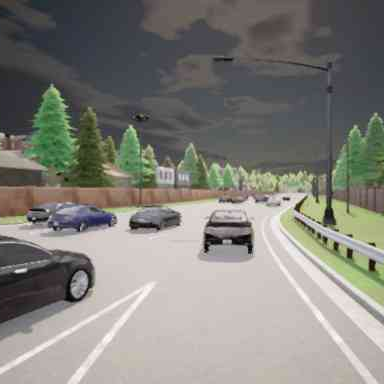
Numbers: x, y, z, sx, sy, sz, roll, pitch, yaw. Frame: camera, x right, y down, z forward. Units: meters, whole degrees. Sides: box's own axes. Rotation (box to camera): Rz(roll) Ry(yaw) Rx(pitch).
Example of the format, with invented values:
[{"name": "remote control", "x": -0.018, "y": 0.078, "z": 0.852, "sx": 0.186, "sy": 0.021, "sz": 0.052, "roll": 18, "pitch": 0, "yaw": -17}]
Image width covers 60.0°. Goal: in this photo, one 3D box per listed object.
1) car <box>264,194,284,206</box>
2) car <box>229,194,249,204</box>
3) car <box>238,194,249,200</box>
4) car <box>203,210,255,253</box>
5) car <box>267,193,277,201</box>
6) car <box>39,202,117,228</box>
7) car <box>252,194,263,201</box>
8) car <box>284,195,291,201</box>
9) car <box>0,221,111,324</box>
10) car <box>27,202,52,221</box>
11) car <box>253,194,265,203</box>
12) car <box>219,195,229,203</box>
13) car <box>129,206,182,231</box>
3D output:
[{"name": "car", "x": 12.854, "y": 1.434, "z": 51.894, "sx": 1.812, "sy": 1.442, "sz": 4.674, "roll": 0, "pitch": 0, "yaw": 20}, {"name": "car", "x": 8.689, "y": 1.479, "z": 61.063, "sx": 1.895, "sy": 1.301, "sz": 4.718, "roll": 0, "pitch": 0, "yaw": 20}, {"name": "car", "x": 13.153, "y": 1.359, "z": 84.345, "sx": 1.812, "sy": 1.442, "sz": 4.674, "roll": 0, "pitch": 0, "yaw": 20}, {"name": "car", "x": 1.547, "y": 1.463, "z": 13.665, "sx": 2.128, "sy": 1.511, "sz": 4.902, "roll": 0, "pitch": 0, "yaw": 8}, {"name": "car", "x": 19.738, "y": 1.209, "z": 81.970, "sx": 2.097, "sy": 1.767, "sz": 4.553, "roll": 0, "pitch": 0, "yaw": 20}, {"name": "car", "x": -6.198, "y": 1.468, "z": 19.229, "sx": 1.812, "sy": 1.442, "sz": 4.674, "roll": 0, "pitch": 0, "yaw": 20}, {"name": "car", "x": 16.311, "y": 1.323, "z": 82.779, "sx": 1.882, "sy": 1.535, "sz": 5.008, "roll": 0, "pitch": 0, "yaw": 20}, {"name": "car", "x": 22.357, "y": 1.462, "z": 78.891, "sx": 1.895, "sy": 1.301, "sz": 4.718, "roll": 0, "pitch": 0, "yaw": 20}, {"name": "car", "x": -3.603, "y": 1.480, "z": 5.642, "sx": 1.837, "sy": 1.490, "sz": 4.892, "roll": 0, "pitch": -1, "yaw": 20}, {"name": "car", "x": -8.755, "y": 1.421, "z": 22.482, "sx": 2.128, "sy": 1.511, "sz": 4.902, "roll": 0, "pitch": 0, "yaw": 20}, {"name": "car", "x": 13.409, "y": 1.373, "z": 63.887, "sx": 2.128, "sy": 1.511, "sz": 4.902, "roll": 0, "pitch": 0, "yaw": 20}, {"name": "car", "x": 6.814, "y": 1.353, "z": 66.234, "sx": 2.128, "sy": 1.511, "sz": 4.902, "roll": 0, "pitch": 0, "yaw": 20}, {"name": "car", "x": -2.108, "y": 1.512, "z": 20.278, "sx": 1.994, "sy": 1.385, "sz": 4.181, "roll": 0, "pitch": 0, "yaw": 20}]
